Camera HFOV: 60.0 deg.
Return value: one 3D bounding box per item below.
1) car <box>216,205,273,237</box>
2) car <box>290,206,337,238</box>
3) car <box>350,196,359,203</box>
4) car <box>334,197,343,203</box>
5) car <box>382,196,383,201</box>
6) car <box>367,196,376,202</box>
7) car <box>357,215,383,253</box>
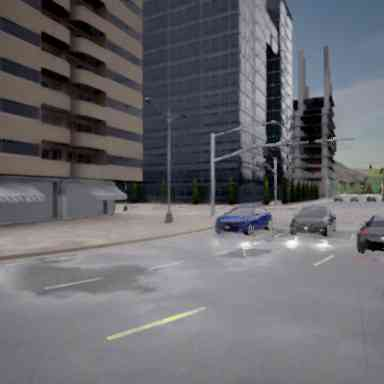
[{"bbox_3d":[3.089,1.544,18.990,1.882,1.535,5.008,0,-1,32],"label":"car"},{"bbox_3d":[6.801,1.558,18.348,1.837,1.490,4.892,0,0,30],"label":"car"},{"bbox_3d":[37.620,1.682,76.798,1.837,1.490,4.892,0,0,28],"label":"car"},{"bbox_3d":[34.507,1.793,78.396,1.895,1.301,4.718,0,0,28],"label":"car"},{"bbox_3d":[46.241,1.708,78.164,1.994,1.385,4.181,0,0,28],"label":"car"},{"bbox_3d":[43.087,1.700,79.687,2.128,1.511,4.902,0,0,28],"label":"car"},{"bbox_3d":[7.844,1.593,13.231,1.994,1.385,4.181,0,0,33],"label":"car"}]
